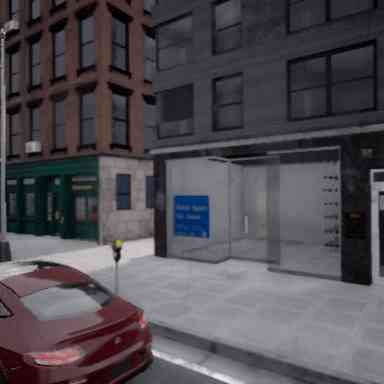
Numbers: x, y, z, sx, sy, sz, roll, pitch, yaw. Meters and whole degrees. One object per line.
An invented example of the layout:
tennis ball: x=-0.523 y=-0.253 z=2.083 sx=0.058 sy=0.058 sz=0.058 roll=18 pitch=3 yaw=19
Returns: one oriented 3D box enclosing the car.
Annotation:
car: x=-2.400 y=1.627 z=4.520 sx=4.206 sy=1.307 sz=1.802 roll=-1 pitch=0 yaw=35
